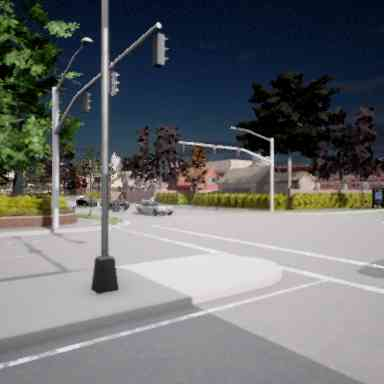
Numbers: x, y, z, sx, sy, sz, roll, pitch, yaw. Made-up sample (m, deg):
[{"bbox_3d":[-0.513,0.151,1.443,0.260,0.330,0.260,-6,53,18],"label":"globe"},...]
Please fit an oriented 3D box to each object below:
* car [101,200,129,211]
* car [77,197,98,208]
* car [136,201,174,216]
[{"bbox_3d":[-9.611,1.611,41.366,1.895,1.301,4.718,0,0,-36],"label":"car"},{"bbox_3d":[-15.769,1.488,49.877,1.882,1.535,5.008,0,0,-36],"label":"car"},{"bbox_3d":[-3.699,1.611,33.216,1.895,1.301,4.718,0,0,-36],"label":"car"}]
